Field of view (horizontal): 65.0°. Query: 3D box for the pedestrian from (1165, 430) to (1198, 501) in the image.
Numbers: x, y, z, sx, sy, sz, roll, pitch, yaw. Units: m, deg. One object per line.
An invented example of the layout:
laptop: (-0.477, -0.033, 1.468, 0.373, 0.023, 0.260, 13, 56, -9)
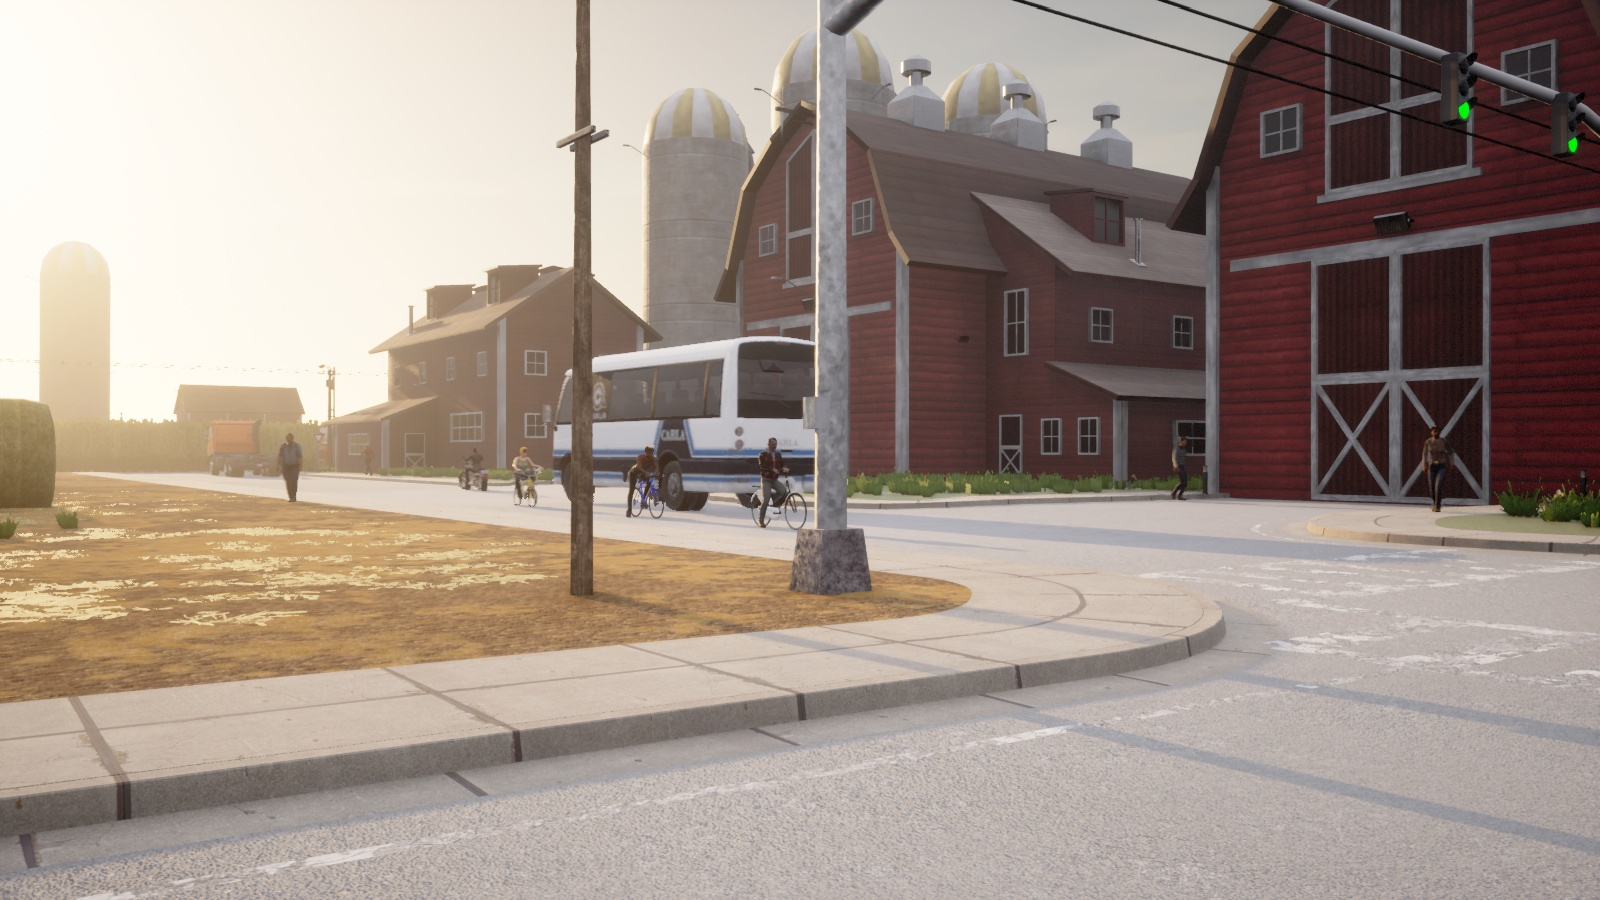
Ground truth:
pedestrian: (10.616, 0.423, 34.942, 0.423, 1.949, 0.788, 0, 0, -36)

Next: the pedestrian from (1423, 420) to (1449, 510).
pedestrian: (12.970, 0.293, 25.598, 0.328, 1.805, 0.869, 0, 0, 37)

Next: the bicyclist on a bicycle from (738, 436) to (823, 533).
bicyclist on a bicycle: (-0.399, 0.641, 24.027, 0.659, 1.776, 1.843, -1, 0, -36)

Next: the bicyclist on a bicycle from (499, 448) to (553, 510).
bicyclist on a bicycle: (-7.337, 0.752, 33.609, 0.866, 1.612, 1.509, 0, 0, -36)

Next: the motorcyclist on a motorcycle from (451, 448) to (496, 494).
motorcyclist on a motorcycle: (-11.965, 0.744, 45.982, 0.766, 1.649, 2.350, -1, 0, -36)

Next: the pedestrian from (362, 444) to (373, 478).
pedestrian: (-23.704, 0.599, 68.864, 0.331, 1.846, 0.636, 0, 0, -42)

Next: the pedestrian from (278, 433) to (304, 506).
pedestrian: (-13.038, 0.483, 32.182, 0.540, 1.848, 0.694, 0, 0, -16)

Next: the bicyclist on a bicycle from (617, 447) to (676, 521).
bicyclist on a bicycle: (-3.468, 0.747, 28.271, 0.582, 1.620, 1.656, 0, 0, -36)

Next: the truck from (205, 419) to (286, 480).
truck: (-33.598, -0.007, 75.885, 2.891, 3.462, 7.936, 0, 0, -36)

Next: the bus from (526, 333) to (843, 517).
bus: (-3.530, -0.567, 34.328, 3.944, 4.253, 10.273, 0, 0, -36)
